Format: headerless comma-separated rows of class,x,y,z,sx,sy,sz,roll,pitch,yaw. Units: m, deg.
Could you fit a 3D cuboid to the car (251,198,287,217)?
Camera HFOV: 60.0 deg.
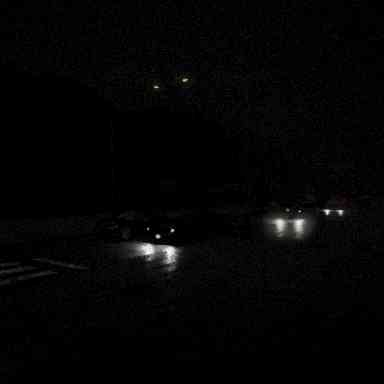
car,6.920,1.522,30.582,1.802,1.307,4.206,0,0,35

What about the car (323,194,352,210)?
car,18.813,1.413,42.926,1.882,1.535,5.008,0,0,35

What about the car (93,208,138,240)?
car,-2.875,1.516,16.642,2.008,1.369,4.403,0,0,35

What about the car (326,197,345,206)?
car,23.248,1.498,53.818,1.947,1.339,4.313,0,0,35

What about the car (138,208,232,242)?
car,0.065,1.507,16.418,2.033,1.411,5.357,0,0,35

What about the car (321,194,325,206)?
car,19.981,1.249,49.171,2.192,1.841,5.009,0,0,35

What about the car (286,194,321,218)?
car,9.560,1.159,29.917,2.150,2.045,5.566,0,0,35

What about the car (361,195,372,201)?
car,42.839,1.517,81.701,1.887,1.381,4.507,0,0,35

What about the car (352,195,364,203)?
car,33.043,1.507,67.759,1.947,1.339,4.313,0,0,35

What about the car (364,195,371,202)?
car,39.476,1.485,76.915,1.752,1.417,4.829,0,0,35

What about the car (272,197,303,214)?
car,10.185,1.377,35.230,1.967,1.590,4.097,0,0,35
